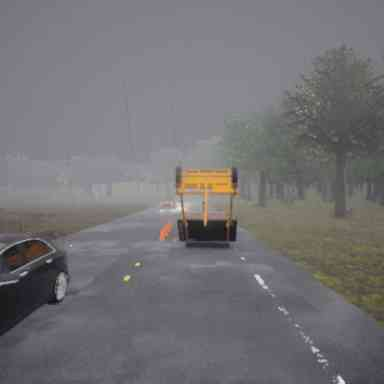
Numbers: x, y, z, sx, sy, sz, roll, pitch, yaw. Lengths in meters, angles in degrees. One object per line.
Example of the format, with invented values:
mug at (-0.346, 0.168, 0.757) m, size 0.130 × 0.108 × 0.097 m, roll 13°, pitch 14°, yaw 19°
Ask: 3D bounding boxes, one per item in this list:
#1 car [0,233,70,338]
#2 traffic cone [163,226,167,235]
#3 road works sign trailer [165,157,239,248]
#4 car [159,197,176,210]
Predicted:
car at (-3.588, 1.534, 5.438) m, size 1.837 × 1.490 × 4.892 m, roll 0°, pitch 0°, yaw 0°
traffic cone at (-1.450, 2.041, 16.136) m, size 0.340 × 0.580 × 0.340 m, roll 0°, pitch 0°, yaw 0°
road works sign trailer at (0.561, 0.997, 12.588) m, size 2.380 × 3.560 × 2.880 m, roll 0°, pitch 45°, yaw 4°
car at (-3.480, 1.589, 47.867) m, size 2.097 × 1.767 × 4.553 m, roll 0°, pitch 0°, yaw 0°
